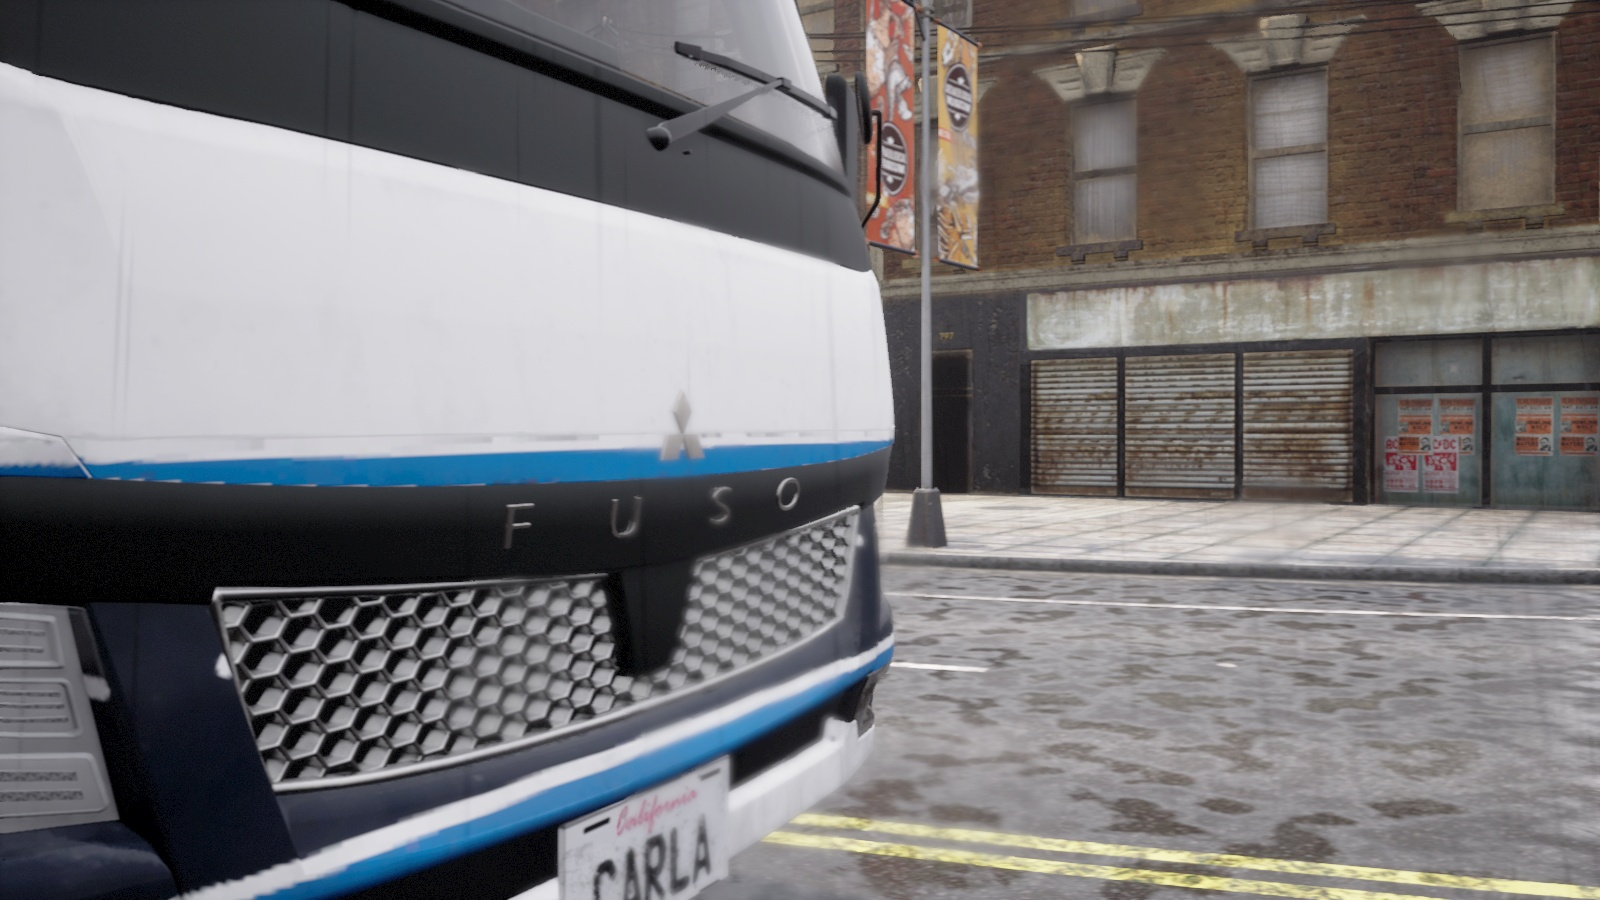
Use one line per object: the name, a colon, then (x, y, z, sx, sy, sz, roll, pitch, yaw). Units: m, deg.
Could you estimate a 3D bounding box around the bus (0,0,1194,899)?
bus: (-4.177, -0.639, 4.836, 10.273, 4.253, 3.944, 1, 1, 29)
